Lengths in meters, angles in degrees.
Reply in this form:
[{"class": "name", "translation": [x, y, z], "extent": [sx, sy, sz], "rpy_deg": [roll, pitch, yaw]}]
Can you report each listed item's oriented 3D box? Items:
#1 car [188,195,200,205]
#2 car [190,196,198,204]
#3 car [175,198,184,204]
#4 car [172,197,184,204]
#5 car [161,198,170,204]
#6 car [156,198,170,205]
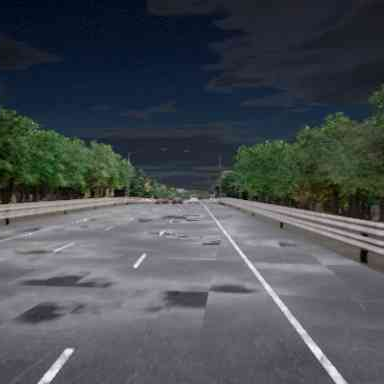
[{"class": "car", "translation": [0.422, 1.669, 71.523], "extent": [2.150, 2.045, 5.566], "rpy_deg": [0, -2, 0]}, {"class": "car", "translation": [0.483, 2.016, 81.882], "extent": [2.097, 1.767, 4.553], "rpy_deg": [0, -2, 0]}, {"class": "car", "translation": [-3.017, 2.179, 81.928], "extent": [2.128, 1.511, 4.902], "rpy_deg": [0, -2, 0]}, {"class": "car", "translation": [-3.077, 1.802, 71.892], "extent": [2.097, 1.767, 4.553], "rpy_deg": [0, -2, 0]}, {"class": "car", "translation": [-6.517, 2.170, 81.949], "extent": [1.812, 1.442, 4.674], "rpy_deg": [0, -2, 0]}, {"class": "car", "translation": [-6.579, 1.967, 71.526], "extent": [2.033, 1.411, 5.357], "rpy_deg": [0, -2, 0]}]
